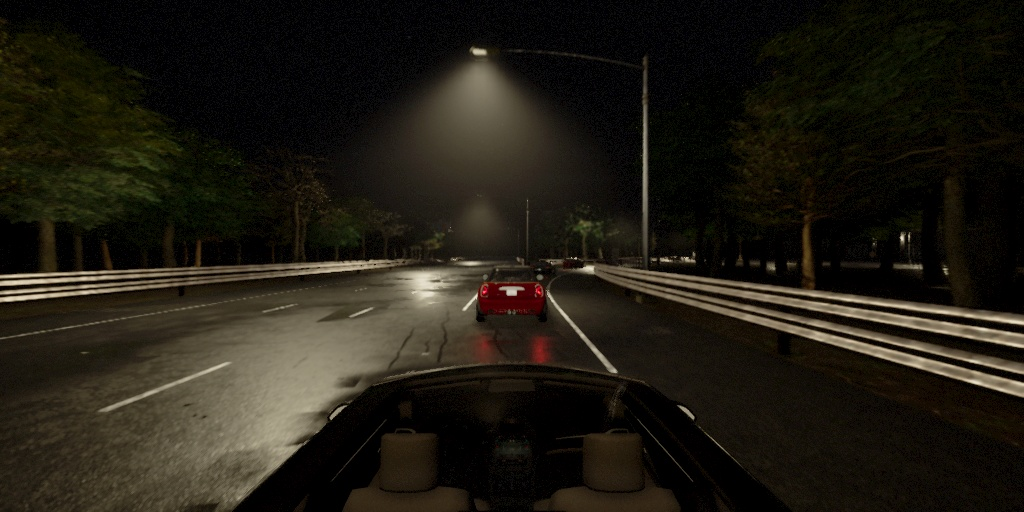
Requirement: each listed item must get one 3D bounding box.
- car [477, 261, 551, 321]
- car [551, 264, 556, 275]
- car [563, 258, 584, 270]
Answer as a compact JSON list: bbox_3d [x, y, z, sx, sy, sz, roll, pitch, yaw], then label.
[{"bbox_3d":[0.033,1.072,12.470,2.097,1.767,4.553,0,0,1],"label":"car"},{"bbox_3d":[3.094,1.220,35.228,1.994,1.385,4.181,0,0,15],"label":"car"},{"bbox_3d":[8.670,1.088,50.117,1.882,1.535,5.008,0,0,26],"label":"car"}]
